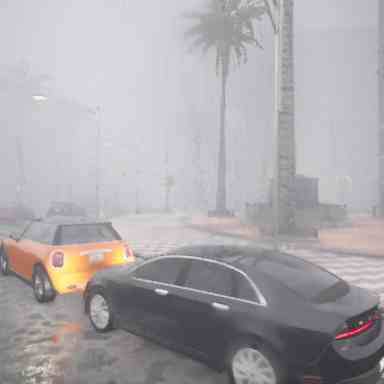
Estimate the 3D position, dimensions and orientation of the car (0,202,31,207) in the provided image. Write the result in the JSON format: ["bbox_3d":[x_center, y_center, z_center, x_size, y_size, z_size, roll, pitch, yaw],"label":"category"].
[{"bbox_3d":[-14.575,1.748,27.135,1.994,1.385,4.181,0,-1,-1],"label":"car"}]

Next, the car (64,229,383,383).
[{"bbox_3d":[0.187,1.562,5.121,4.892,1.490,1.837,0,-1,41],"label":"car"}]

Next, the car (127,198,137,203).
[{"bbox_3d":[-16.485,2.342,92.345,2.161,1.482,4.786,0,-1,7],"label":"car"}]

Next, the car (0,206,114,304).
[{"bbox_3d":[-3.438,1.421,8.718,2.097,1.767,4.553,1,-1,-41],"label":"car"}]

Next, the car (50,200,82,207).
[{"bbox_3d":[-11.092,1.584,29.654,2.097,1.767,4.553,0,-1,3],"label":"car"}]
